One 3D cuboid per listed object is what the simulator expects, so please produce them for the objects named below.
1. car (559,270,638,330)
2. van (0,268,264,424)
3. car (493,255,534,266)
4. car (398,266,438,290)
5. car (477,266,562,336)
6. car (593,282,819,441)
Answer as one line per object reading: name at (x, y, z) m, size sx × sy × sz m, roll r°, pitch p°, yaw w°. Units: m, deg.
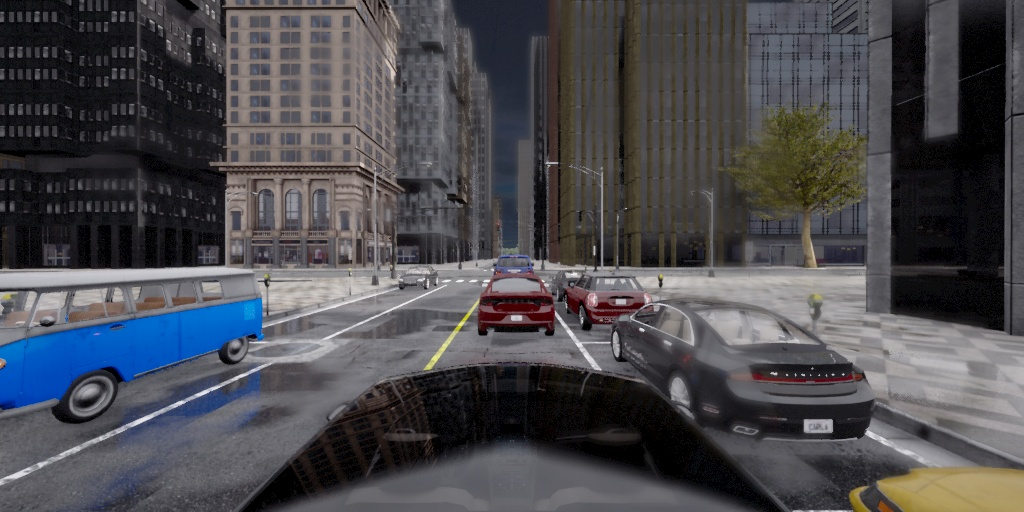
car at (2.777, 1.188, 11.062) m, size 1.967 × 1.591 × 4.097 m, roll 0°, pitch 0°, yaw 0°
van at (-5.756, 1.090, 5.431) m, size 1.690 × 1.789 × 3.998 m, roll 0°, pitch 0°, yaw 0°
car at (0.102, 0.967, 20.331) m, size 2.150 × 2.045 × 5.566 m, roll 0°, pitch 0°, yaw 0°
car at (-5.734, 1.296, 22.354) m, size 2.007 × 1.370 × 4.403 m, roll 0°, pitch 0°, yaw 0°
car at (0.105, 1.226, 10.447) m, size 1.882 × 1.535 × 5.008 m, roll 0°, pitch 0°, yaw 0°
car at (2.769, 1.300, 5.421) m, size 2.007 × 1.370 × 4.403 m, roll 0°, pitch 0°, yaw 0°
